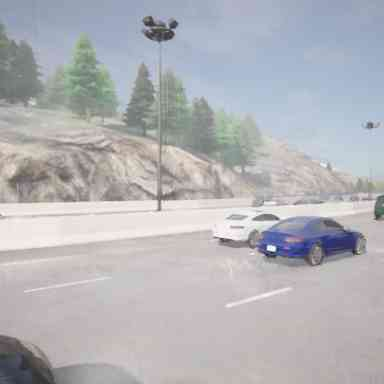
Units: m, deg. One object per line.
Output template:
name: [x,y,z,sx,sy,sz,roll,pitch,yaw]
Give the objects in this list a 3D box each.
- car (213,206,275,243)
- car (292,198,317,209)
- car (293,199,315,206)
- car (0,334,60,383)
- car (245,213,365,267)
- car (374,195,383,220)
car: [2.987,1.553,15.060,4.674,1.442,1.812,0,0,-39]
car: [16.186,1.644,47.758,1.994,1.385,4.181,0,0,40]
car: [14.346,1.558,40.419,2.128,1.511,4.902,0,0,43]
car: [-3.185,1.510,1.576,4.892,1.490,1.837,1,0,-35]
car: [4.207,1.545,11.543,4.674,1.442,1.812,0,0,-39]
car: [17.007,1.260,27.724,5.566,2.045,2.150,0,0,-45]
